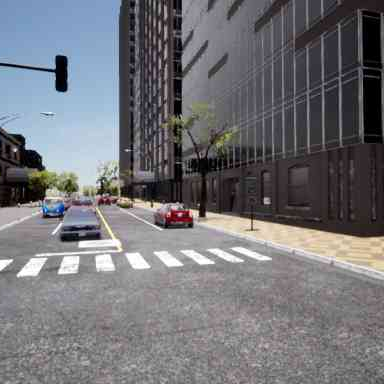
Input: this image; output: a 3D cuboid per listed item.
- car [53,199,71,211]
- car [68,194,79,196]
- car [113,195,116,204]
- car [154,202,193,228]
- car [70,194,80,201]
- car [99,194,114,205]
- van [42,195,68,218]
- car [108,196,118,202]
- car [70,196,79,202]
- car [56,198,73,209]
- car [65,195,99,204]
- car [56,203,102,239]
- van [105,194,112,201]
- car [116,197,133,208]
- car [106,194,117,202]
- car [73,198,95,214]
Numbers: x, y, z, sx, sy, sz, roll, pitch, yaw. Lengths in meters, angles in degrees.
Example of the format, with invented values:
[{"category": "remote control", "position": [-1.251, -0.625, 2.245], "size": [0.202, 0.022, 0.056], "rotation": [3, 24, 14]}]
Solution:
[{"category": "car", "position": [-15.951, 1.608, 40.953], "size": [1.802, 1.307, 4.206], "rotation": [1, 0, -17]}, {"category": "car", "position": [-20.919, 1.351, 56.796], "size": [2.192, 1.841, 5.009], "rotation": [1, 0, -17]}, {"category": "car", "position": [-11.316, 1.561, 54.175], "size": [1.752, 1.417, 4.829], "rotation": [1, 0, -17]}, {"category": "car", "position": [-1.318, 1.455, 22.328], "size": [1.967, 1.590, 4.097], "rotation": [1, 0, -17]}, {"category": "car", "position": [-29.207, 1.369, 83.198], "size": [2.192, 1.841, 5.009], "rotation": [1, 0, -17]}, {"category": "car", "position": [-15.132, 1.389, 57.310], "size": [2.097, 1.767, 4.553], "rotation": [0, 0, -17]}, {"category": "van", "position": [-12.632, 1.360, 30.394], "size": [1.690, 1.788, 3.998], "rotation": [1, 0, -17]}, {"category": "car", "position": [-17.947, 1.575, 75.298], "size": [1.752, 1.417, 4.829], "rotation": [1, 0, -17]}, {"category": "car", "position": [-27.502, 1.575, 77.755], "size": [1.752, 1.417, 4.829], "rotation": [1, 0, -17]}, {"category": "car", "position": [-17.608, 1.595, 46.234], "size": [1.947, 1.339, 4.313], "rotation": [1, 0, -17]}, {"category": "car", "position": [-8.912, 1.369, 27.160], "size": [2.097, 1.767, 4.553], "rotation": [0, 0, -17]}, {"category": "car", "position": [-5.974, 1.558, 17.707], "size": [2.033, 1.411, 5.357], "rotation": [0, 0, -21]}, {"category": "van", "position": [-22.866, 1.401, 90.979], "size": [1.690, 1.788, 3.998], "rotation": [1, 0, -17]}, {"category": "car", "position": [-9.659, 1.558, 48.895], "size": [1.752, 1.417, 4.829], "rotation": [1, 0, -17]}, {"category": "car", "position": [-19.551, 1.368, 80.418], "size": [2.192, 1.841, 5.009], "rotation": [1, 0, -17]}, {"category": "car", "position": [-11.992, 1.515, 37.069], "size": [2.128, 1.511, 4.902], "rotation": [0, 0, -17]}]
